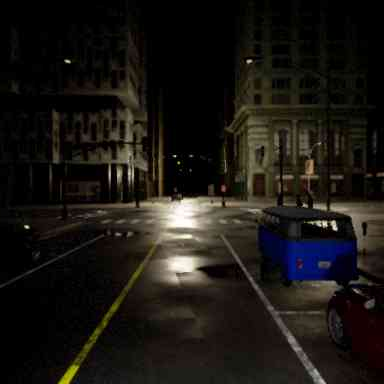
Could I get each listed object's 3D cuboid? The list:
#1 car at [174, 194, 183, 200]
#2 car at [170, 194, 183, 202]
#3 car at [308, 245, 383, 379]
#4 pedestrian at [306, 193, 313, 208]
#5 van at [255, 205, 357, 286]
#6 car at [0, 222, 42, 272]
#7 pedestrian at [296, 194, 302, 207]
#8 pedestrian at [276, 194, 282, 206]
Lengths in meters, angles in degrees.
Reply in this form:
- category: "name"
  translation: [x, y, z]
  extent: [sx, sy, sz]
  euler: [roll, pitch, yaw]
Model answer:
- category: "car"
  translation: [-3.227, 1.193, 81.005]
  extent: [2.033, 1.411, 5.357]
  euler: [0, 0, 0]
- category: "car"
  translation: [-3.138, 1.286, 65.206]
  extent: [2.033, 1.411, 5.357]
  euler: [0, 0, 0]
- category: "car"
  translation: [2.854, 1.571, 3.358]
  extent: [1.802, 1.307, 4.206]
  euler: [0, 0, 0]
- category: "pedestrian"
  translation: [8.143, 1.008, 23.042]
  extent: [0.375, 1.860, 0.375]
  euler: [0, 0, 0]
- category: "van"
  translation: [2.856, 1.313, 9.006]
  extent: [1.690, 1.788, 3.998]
  euler: [0, 0, 0]
- category: "car"
  translation: [-5.669, 1.538, 9.009]
  extent: [1.947, 1.339, 4.313]
  euler: [0, 0, 0]
- category: "pedestrian"
  translation: [7.143, 1.047, 22.443]
  extent: [0.375, 1.860, 0.375]
  euler: [0, 0, 0]
- category: "pedestrian"
  translation: [6.143, 1.064, 23.644]
  extent: [0.375, 1.860, 0.375]
  euler: [0, 0, 0]
